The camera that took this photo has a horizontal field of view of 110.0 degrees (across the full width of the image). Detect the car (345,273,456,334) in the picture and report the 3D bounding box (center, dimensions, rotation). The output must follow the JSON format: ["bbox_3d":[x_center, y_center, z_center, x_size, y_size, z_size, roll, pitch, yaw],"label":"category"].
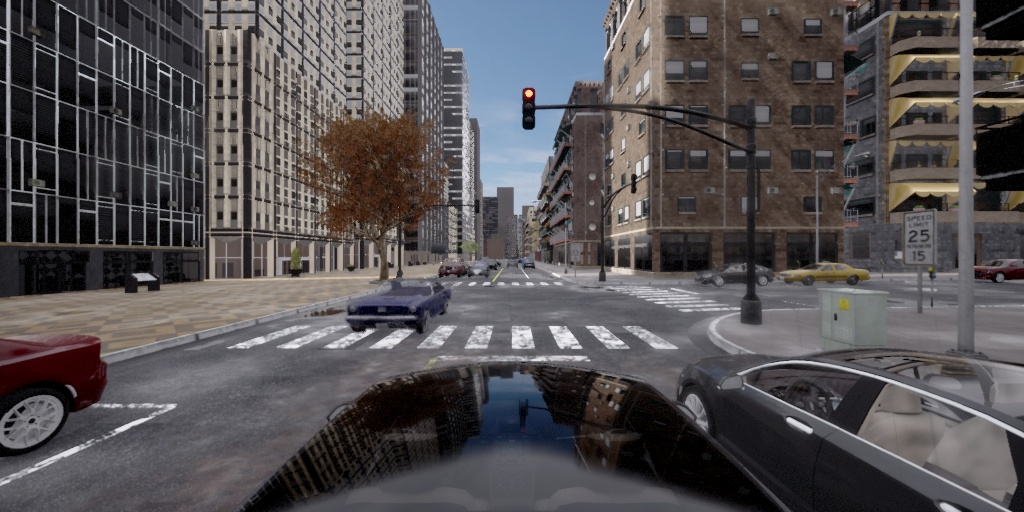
[{"bbox_3d":[-3.099,1.355,10.749,1.895,1.301,4.718,0,0,0],"label":"car"}]

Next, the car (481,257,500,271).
[{"bbox_3d":[-3.101,1.145,49.979,2.097,1.767,4.553,0,0,0],"label":"car"}]

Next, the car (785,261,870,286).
[{"bbox_3d":[18.833,1.000,21.810,4.829,1.417,1.751,0,0,-1],"label":"car"}]

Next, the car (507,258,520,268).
[{"bbox_3d":[0.103,1.306,63.875,2.128,1.511,4.902,0,0,0],"label":"car"}]

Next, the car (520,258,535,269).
[{"bbox_3d":[2.691,1.369,56.818,1.948,1.339,4.313,0,0,0],"label":"car"}]

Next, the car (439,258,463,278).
[{"bbox_3d":[-5.691,1.091,34.727,2.192,1.841,5.009,0,0,0],"label":"car"}]

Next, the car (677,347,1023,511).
[{"bbox_3d":[2.689,1.301,2.340,2.007,1.370,4.403,0,0,0],"label":"car"}]

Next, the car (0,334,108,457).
[{"bbox_3d":[-5.691,1.295,2.340,1.888,1.381,4.507,0,0,0],"label":"car"}]

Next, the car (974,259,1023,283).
[{"bbox_3d":[30.137,0.866,21.925,4.507,1.381,1.888,0,0,-1],"label":"car"}]

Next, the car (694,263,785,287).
[{"bbox_3d":[13.435,1.102,21.756,4.403,1.370,2.007,0,0,-1],"label":"car"}]

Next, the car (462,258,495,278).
[{"bbox_3d":[-3.099,1.264,34.225,2.128,1.511,4.902,0,0,0],"label":"car"}]
